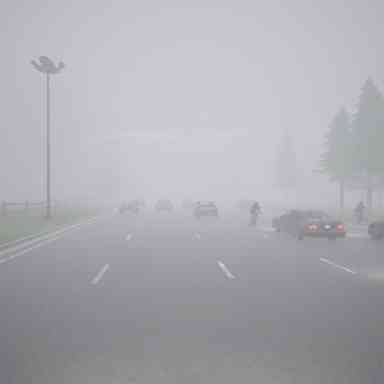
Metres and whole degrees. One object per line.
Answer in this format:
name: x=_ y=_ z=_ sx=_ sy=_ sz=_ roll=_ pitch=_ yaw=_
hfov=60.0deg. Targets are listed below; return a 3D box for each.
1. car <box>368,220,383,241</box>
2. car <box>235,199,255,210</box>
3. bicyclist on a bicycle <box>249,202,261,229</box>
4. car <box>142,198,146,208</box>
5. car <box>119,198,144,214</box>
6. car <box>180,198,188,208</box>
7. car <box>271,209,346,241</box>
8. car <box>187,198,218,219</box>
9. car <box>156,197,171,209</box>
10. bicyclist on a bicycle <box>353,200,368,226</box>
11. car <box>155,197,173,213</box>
car: x=9.421 y=1.534 z=13.962 sx=1.812 sy=1.442 sz=4.674 roll=0 pitch=0 yaw=-4
car: x=6.929 y=1.568 z=42.454 sx=2.033 sy=1.411 sz=5.357 roll=0 pitch=0 yaw=-5
bicyclist on a bicycle: x=3.865 y=1.427 z=20.382 sx=0.582 sy=1.620 sz=1.656 roll=2 pitch=0 yaw=33
car: x=-7.629 y=1.546 z=48.038 sx=1.812 sy=1.442 sz=4.674 roll=0 pitch=0 yaw=-5
car: x=-6.446 y=1.615 z=34.817 sx=1.895 sy=1.301 sz=4.718 roll=0 pitch=0 yaw=-5
car: x=-0.567 y=1.585 z=47.679 sx=1.994 sy=1.385 sz=4.181 roll=0 pitch=0 yaw=-5
car: x=5.667 y=1.556 z=16.875 sx=2.033 sy=1.411 sz=5.357 roll=0 pitch=0 yaw=-4
car: x=1.076 y=1.504 z=29.314 sx=2.128 sy=1.511 sz=4.902 roll=0 pitch=0 yaw=-5
car: x=-4.119 y=1.512 z=48.095 sx=2.128 sy=1.511 sz=4.902 roll=0 pitch=0 yaw=-6
bicyclist on a bicycle: x=11.371 y=1.406 z=22.402 sx=1.656 sy=1.620 sz=0.582 roll=-6 pitch=5 yaw=-29
car: x=-3.219 y=1.617 z=38.039 sx=1.895 sy=1.301 sz=4.718 roll=0 pitch=0 yaw=-5
